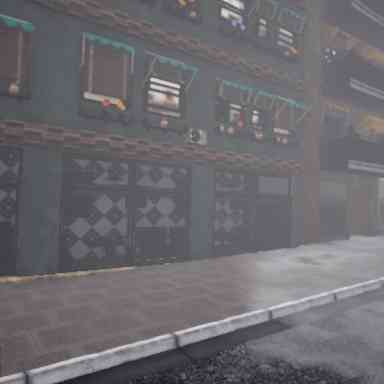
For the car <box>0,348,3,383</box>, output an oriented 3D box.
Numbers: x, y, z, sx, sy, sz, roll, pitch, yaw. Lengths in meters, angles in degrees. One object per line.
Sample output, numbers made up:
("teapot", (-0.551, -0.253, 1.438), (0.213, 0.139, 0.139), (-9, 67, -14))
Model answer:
("car", (-3.482, 1.207, 0.622), (5.566, 2.045, 2.150), (1, -1, -34))
